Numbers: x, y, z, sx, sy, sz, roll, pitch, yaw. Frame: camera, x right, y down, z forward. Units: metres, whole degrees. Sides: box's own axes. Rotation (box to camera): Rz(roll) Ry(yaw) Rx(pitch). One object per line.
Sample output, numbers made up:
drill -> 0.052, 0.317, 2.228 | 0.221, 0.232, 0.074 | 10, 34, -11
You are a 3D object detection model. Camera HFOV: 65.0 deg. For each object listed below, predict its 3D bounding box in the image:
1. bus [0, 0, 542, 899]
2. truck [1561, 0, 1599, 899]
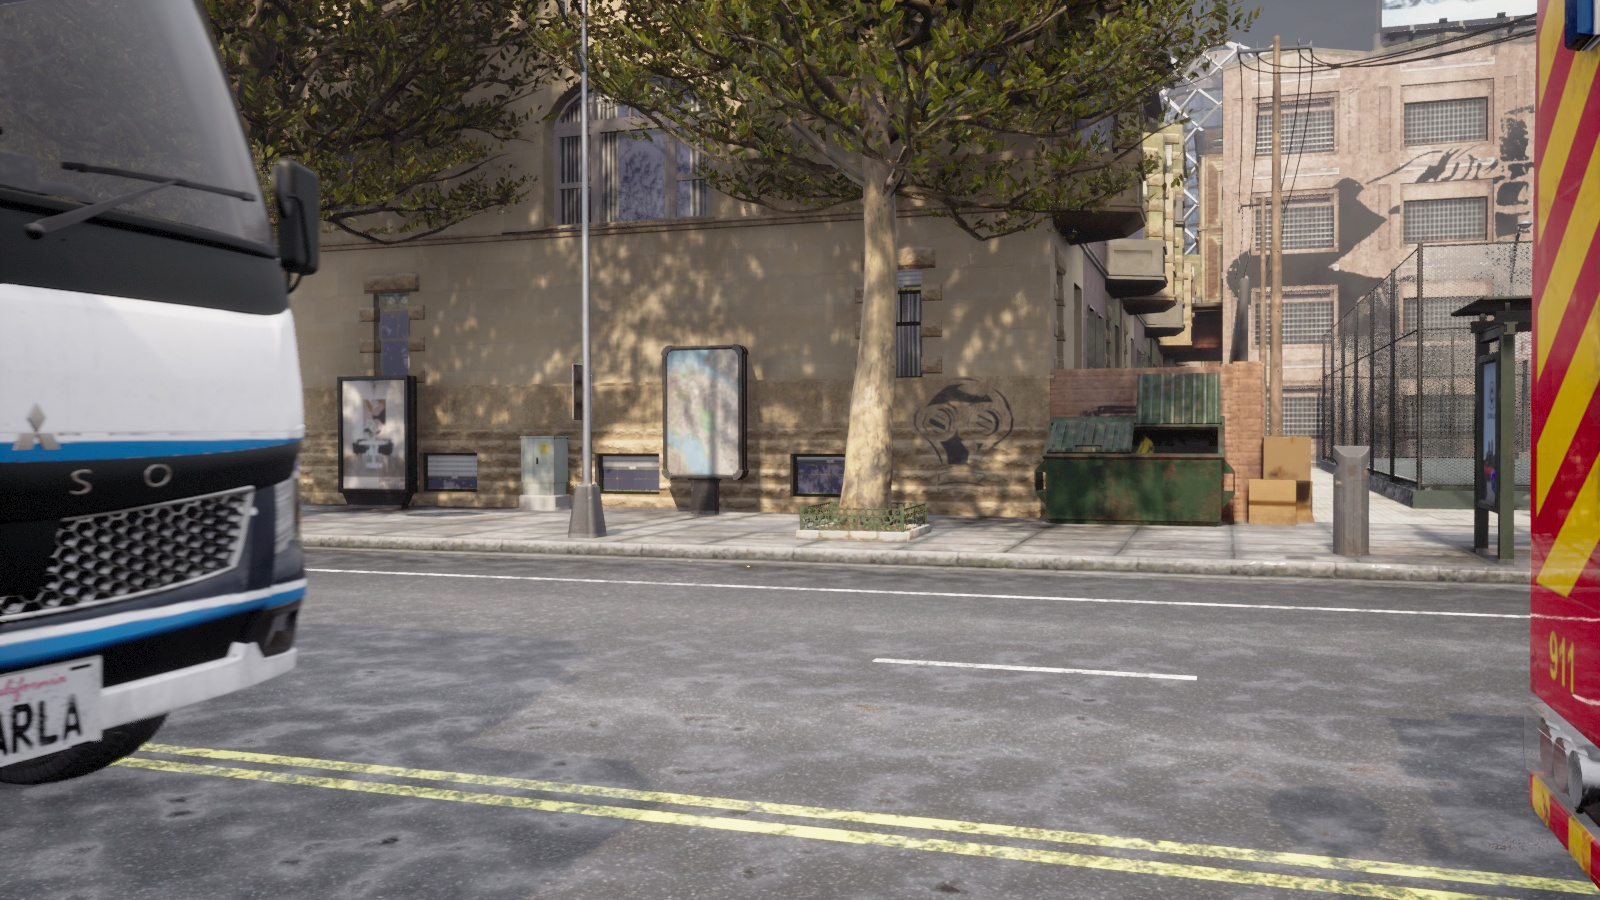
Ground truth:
bus -> -6.660, -0.661, 5.400 | 10.273, 4.253, 3.944 | 0, 1, 18
truck -> 5.943, -0.335, 1.185 | 8.468, 3.827, 2.891 | 1, 1, 19
